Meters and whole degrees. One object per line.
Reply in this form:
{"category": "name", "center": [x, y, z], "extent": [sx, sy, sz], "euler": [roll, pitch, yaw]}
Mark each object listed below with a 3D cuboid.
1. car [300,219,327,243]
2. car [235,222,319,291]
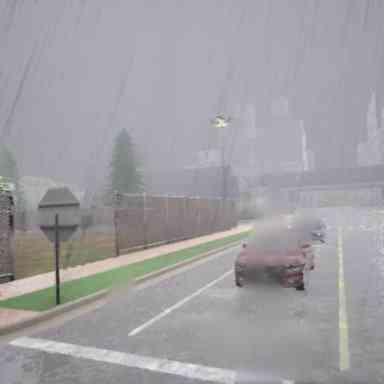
{"category": "car", "center": [7.815, 2.479, 21.848], "extent": [2.033, 1.411, 5.357], "euler": [-4, -4, 24]}
{"category": "car", "center": [2.852, 1.999, 10.840], "extent": [1.882, 1.535, 5.008], "euler": [-4, -4, 24]}
